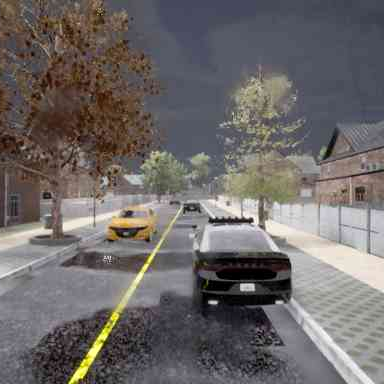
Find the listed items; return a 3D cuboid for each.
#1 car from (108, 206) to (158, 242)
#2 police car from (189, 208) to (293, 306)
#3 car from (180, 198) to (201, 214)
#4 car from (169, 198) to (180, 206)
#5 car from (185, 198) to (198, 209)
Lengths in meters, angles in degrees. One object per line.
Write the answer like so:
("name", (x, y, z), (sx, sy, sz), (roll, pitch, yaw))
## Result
("car", (-2.784, 1.486, 16.518), (1.882, 1.535, 5.008), (0, 0, 0))
("police car", (0.946, 1.429, 8.275), (1.930, 1.638, 5.238), (0, 0, 0))
("car", (0.004, 1.500, 36.266), (1.882, 1.535, 5.008), (0, 0, 0))
("car", (-2.865, 1.646, 55.687), (1.895, 1.301, 4.718), (0, 0, 0))
("car", (-0.045, 1.559, 46.711), (1.812, 1.442, 4.674), (0, 0, 0))
